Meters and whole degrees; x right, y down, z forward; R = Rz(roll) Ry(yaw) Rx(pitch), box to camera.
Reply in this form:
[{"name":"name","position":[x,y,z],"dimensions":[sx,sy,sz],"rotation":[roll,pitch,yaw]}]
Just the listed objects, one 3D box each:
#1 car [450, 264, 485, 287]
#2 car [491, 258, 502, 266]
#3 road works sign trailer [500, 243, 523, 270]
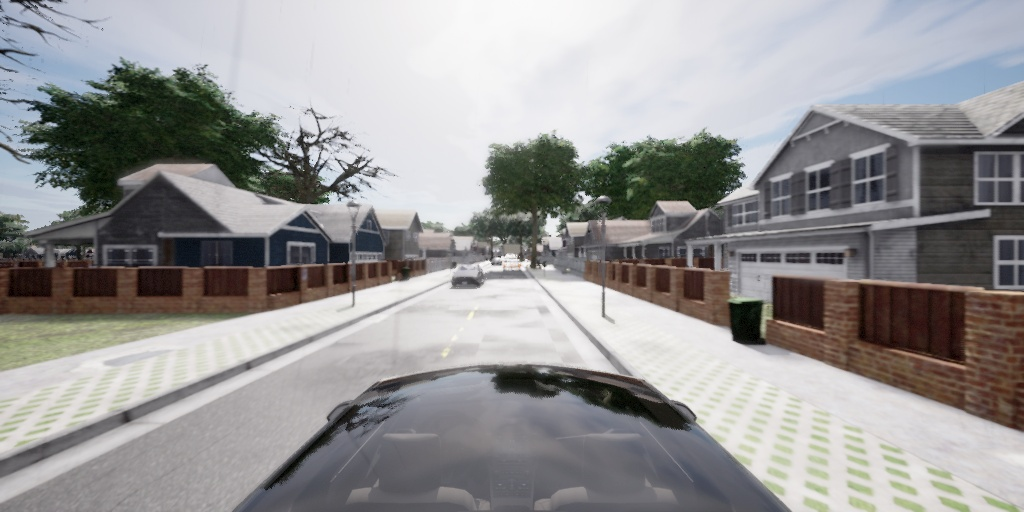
[{"name":"car","position":[-2.846,1.251,24.184],"dimensions":[2.033,1.411,5.357],"rotation":[0,0,0]},{"name":"car","position":[-2.764,1.039,64.958],"dimensions":[2.128,1.511,4.902],"rotation":[0,0,1]},{"name":"road works sign trailer","position":[0.011,0.088,47.091],"dimensions":[2.380,3.560,2.880],"rotation":[0,0,0]}]
